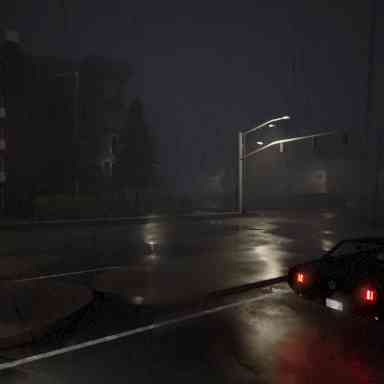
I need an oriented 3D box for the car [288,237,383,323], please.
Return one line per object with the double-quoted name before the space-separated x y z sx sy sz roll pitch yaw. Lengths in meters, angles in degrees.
"car" 4.205 1.601 6.863 4.718 1.301 1.895 0 0 -35
